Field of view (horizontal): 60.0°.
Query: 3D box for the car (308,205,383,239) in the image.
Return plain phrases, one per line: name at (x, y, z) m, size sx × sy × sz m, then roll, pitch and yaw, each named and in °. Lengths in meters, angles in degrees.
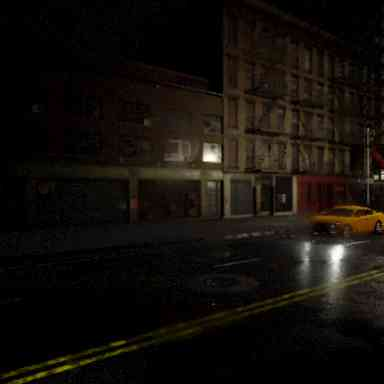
car at (8.151, 1.490, 17.478) m, size 5.008 × 1.535 × 1.882 m, roll 0°, pitch 0°, yaw -35°
